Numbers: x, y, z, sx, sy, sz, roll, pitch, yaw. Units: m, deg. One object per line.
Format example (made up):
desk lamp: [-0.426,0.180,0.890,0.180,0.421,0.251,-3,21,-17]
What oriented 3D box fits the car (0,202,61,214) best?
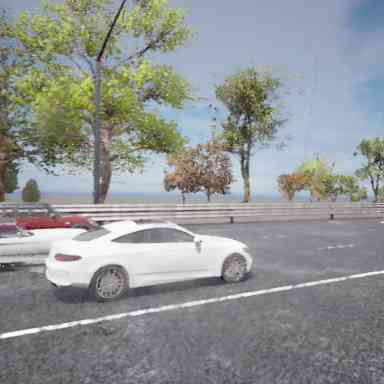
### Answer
car: [-5.929,1.180,12.809,4.553,1.767,2.097,1,0,-29]

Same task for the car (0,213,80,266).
car: [-5.094,1.413,9.289,4.718,1.301,1.895,1,0,-29]

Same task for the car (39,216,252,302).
car: [-0.814,1.363,7.618,4.674,1.442,1.812,1,0,-28]
